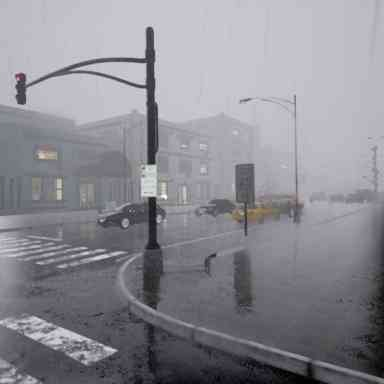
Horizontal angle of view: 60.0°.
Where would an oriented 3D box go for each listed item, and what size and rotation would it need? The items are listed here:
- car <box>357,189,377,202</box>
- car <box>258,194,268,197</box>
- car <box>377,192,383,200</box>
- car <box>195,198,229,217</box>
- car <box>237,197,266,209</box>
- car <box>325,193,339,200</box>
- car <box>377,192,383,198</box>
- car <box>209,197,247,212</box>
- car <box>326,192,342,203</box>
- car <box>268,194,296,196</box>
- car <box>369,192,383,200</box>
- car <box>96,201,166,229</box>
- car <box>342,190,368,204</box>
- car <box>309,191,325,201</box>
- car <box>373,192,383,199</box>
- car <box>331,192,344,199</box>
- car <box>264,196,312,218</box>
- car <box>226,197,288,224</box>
[{"bbox_3d":[26.940,0.576,52.201,2.150,2.045,5.566,-1,0,36],"label":"car"},{"bbox_3d":[8.162,1.036,36.884,2.097,1.767,4.553,-1,0,36],"label":"car"},{"bbox_3d":[33.549,0.570,61.988,2.192,1.841,5.009,-1,0,36],"label":"car"},{"bbox_3d":[2.125,1.306,28.574,1.812,1.442,4.674,-1,0,36],"label":"car"},{"bbox_3d":[7.264,1.293,40.058,1.802,1.307,4.206,-1,0,36],"label":"car"},{"bbox_3d":[30.026,0.935,71.392,1.802,1.307,4.206,-1,0,36],"label":"car"},{"bbox_3d":[43.133,0.652,75.166,1.887,1.381,4.507,-1,0,36],"label":"car"},{"bbox_3d":[3.911,1.289,35.443,1.752,1.417,4.829,-1,0,36],"label":"car"},{"bbox_3d":[22.804,0.927,51.626,2.128,1.511,4.902,-1,0,36],"label":"car"},{"bbox_3d":[9.916,0.992,33.881,2.097,1.767,4.553,-1,0,36],"label":"car"},{"bbox_3d":[36.803,0.770,66.465,1.947,1.339,4.313,-1,0,36],"label":"car"},{"bbox_3d":[-3.651,1.378,20.641,1.837,1.490,4.892,-1,0,36],"label":"car"},{"bbox_3d":[22.845,0.924,46.490,1.837,1.490,4.892,-1,0,36],"label":"car"},{"bbox_3d":[23.519,0.768,62.439,2.192,1.841,5.009,-1,0,36],"label":"car"},{"bbox_3d":[40.055,0.720,70.942,1.947,1.339,4.313,-1,0,36],"label":"car"},{"bbox_3d":[33.277,0.743,75.868,1.967,1.590,4.097,-1,0,36],"label":"car"},{"bbox_3d":[7.536,1.217,26.178,2.008,1.369,4.403,-1,0,36],"label":"car"},{"bbox_3d":[4.384,1.242,21.839,1.752,1.417,4.829,-1,0,36],"label":"car"}]
